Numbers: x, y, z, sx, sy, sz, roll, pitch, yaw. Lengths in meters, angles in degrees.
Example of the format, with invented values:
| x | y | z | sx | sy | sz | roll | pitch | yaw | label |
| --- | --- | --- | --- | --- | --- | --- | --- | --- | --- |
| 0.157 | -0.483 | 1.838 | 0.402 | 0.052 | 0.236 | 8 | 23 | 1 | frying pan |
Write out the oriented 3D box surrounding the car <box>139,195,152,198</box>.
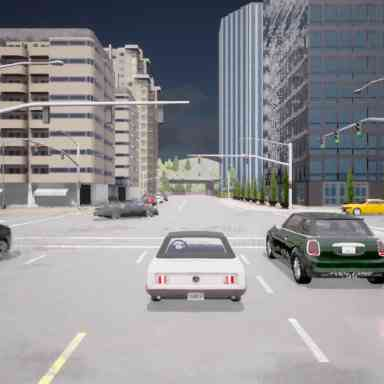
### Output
| x | y | z | sx | sy | sz | roll | pitch | yaw | label |
| --- | --- | --- | --- | --- | --- | --- | --- | --- | --- |
| -7.023 | 1.491 | 44.682 | 2.128 | 1.511 | 4.902 | 0 | 0 | 0 | car |

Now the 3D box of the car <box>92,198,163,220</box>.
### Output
| x | y | z | sx | sy | sz | roll | pitch | yaw | label |
| --- | --- | --- | --- | --- | --- | --- | --- | --- | --- |
| -5.443 | 1.518 | 27.546 | 5.357 | 1.411 | 2.033 | 0 | 0 | -36 | car |

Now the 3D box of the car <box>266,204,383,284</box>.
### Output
| x | y | z | sx | sy | sz | roll | pitch | yaw | label |
| --- | --- | --- | --- | --- | --- | --- | --- | --- | --- |
| 3.598 | 1.352 | 9.731 | 2.097 | 1.767 | 4.553 | 0 | 0 | 0 | car |

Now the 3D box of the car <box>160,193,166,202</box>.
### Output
| x | y | z | sx | sy | sz | roll | pitch | yaw | label |
| --- | --- | --- | --- | --- | --- | --- | --- | --- | --- |
| -6.927 | 1.219 | 64.909 | 2.150 | 2.045 | 5.566 | 0 | 0 | 2 | car |

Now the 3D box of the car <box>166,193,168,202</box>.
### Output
| x | y | z | sx | sy | sz | roll | pitch | yaw | label |
| --- | --- | --- | --- | --- | --- | --- | --- | --- | --- |
| -6.869 | 1.219 | 77.501 | 2.150 | 2.045 | 5.566 | 0 | 0 | 0 | car |

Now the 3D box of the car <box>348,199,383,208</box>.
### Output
| x | y | z | sx | sy | sz | roll | pitch | yaw | label |
| --- | --- | --- | --- | --- | --- | --- | --- | --- | --- |
| 16.870 | 1.422 | 31.605 | 5.008 | 1.535 | 1.882 | 0 | 0 | 1 | car |

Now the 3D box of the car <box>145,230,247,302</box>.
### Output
| x | y | z | sx | sy | sz | roll | pitch | yaw | label |
| --- | --- | --- | --- | --- | --- | --- | --- | --- | --- |
| 0.089 | 1.601 | 8.243 | 1.895 | 1.301 | 4.718 | 0 | 0 | 0 | car |

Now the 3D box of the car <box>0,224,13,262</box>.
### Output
| x | y | z | sx | sy | sz | roll | pitch | yaw | label |
| --- | --- | --- | --- | --- | --- | --- | --- | --- | --- |
| -7.007 | 1.491 | 9.306 | 2.128 | 1.511 | 4.902 | 0 | 0 | 1 | car |

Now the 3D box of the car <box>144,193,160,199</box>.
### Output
| x | y | z | sx | sy | sz | roll | pitch | yaw | label |
| --- | --- | --- | --- | --- | --- | --- | --- | --- | --- |
| -7.000 | 1.222 | 54.254 | 2.150 | 2.045 | 5.566 | 0 | 0 | 0 | car |
